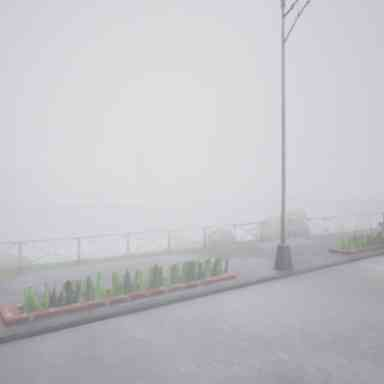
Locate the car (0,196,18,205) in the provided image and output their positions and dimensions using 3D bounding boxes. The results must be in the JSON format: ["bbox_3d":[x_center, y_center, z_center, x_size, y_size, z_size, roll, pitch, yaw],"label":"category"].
[{"bbox_3d":[-32.530,1.467,56.900,5.008,1.535,1.882,0,0,-36],"label":"car"}]
